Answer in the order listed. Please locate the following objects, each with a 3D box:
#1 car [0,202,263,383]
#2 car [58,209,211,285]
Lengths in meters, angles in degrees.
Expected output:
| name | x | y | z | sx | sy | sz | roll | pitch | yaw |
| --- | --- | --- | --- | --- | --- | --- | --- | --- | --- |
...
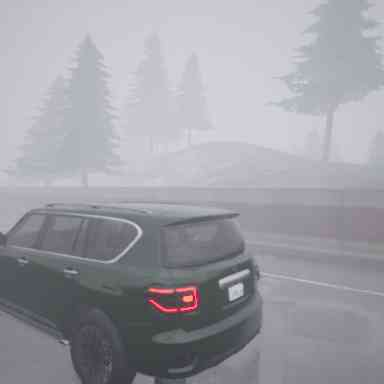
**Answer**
| name | x | y | z | sx | sy | sz | roll | pitch | yaw |
| --- | --- | --- | --- | --- | --- | --- | --- | --- | --- |
| car | -1.622 | 1.169 | 5.364 | 5.566 | 2.045 | 2.150 | 1 | 1 | 38 |
| car | -1.950 | 1.417 | 10.131 | 4.892 | 1.490 | 1.837 | 1 | 1 | 39 |
